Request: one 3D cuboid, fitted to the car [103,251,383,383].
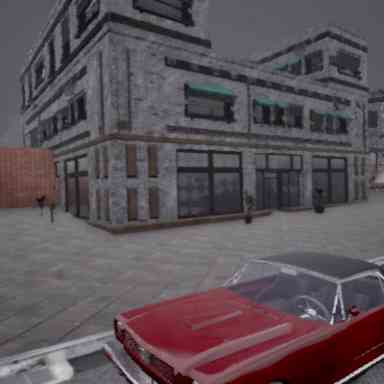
[{"bbox_3d":[1.357,1.572,4.359,4.718,1.301,1.895,-1,1,-36],"label":"car"}]
